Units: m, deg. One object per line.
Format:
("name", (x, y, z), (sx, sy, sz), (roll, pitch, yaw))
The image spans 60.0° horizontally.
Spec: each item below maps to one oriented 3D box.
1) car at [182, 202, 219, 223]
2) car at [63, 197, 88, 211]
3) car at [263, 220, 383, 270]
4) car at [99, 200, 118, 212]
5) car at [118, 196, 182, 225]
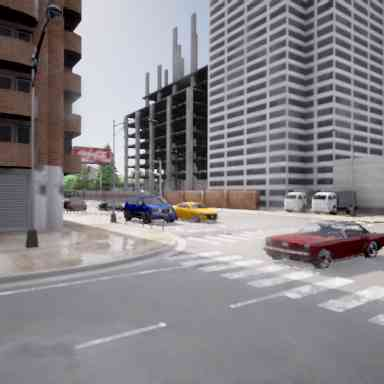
("car", (0.100, 1.599, 26.940), (1.882, 1.535, 5.008), (0, 0, -35))
("car", (-14.811, 1.458, 42.026), (2.097, 1.767, 4.553), (0, 0, -35))
("car", (4.651, 1.687, 11.469), (4.718, 1.301, 1.895), (0, 0, -35))
("car", (-10.033, 1.685, 41.297), (1.994, 1.385, 4.181), (0, 0, -35))
("car", (-3.393, 1.328, 25.813), (2.150, 2.045, 5.566), (0, 0, -35))
